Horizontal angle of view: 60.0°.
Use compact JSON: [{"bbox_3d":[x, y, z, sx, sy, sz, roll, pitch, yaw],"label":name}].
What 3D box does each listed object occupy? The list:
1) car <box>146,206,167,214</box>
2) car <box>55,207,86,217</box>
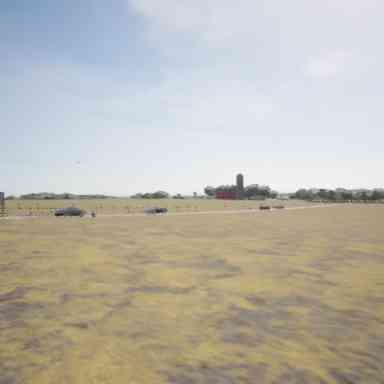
[{"bbox_3d":[-6.993,3.507,64.938,2.128,1.511,4.902,-1,-3,35],"label":"car"},{"bbox_3d":[-16.833,2.724,46.183,1.994,1.385,4.181,-1,-3,35],"label":"car"}]
